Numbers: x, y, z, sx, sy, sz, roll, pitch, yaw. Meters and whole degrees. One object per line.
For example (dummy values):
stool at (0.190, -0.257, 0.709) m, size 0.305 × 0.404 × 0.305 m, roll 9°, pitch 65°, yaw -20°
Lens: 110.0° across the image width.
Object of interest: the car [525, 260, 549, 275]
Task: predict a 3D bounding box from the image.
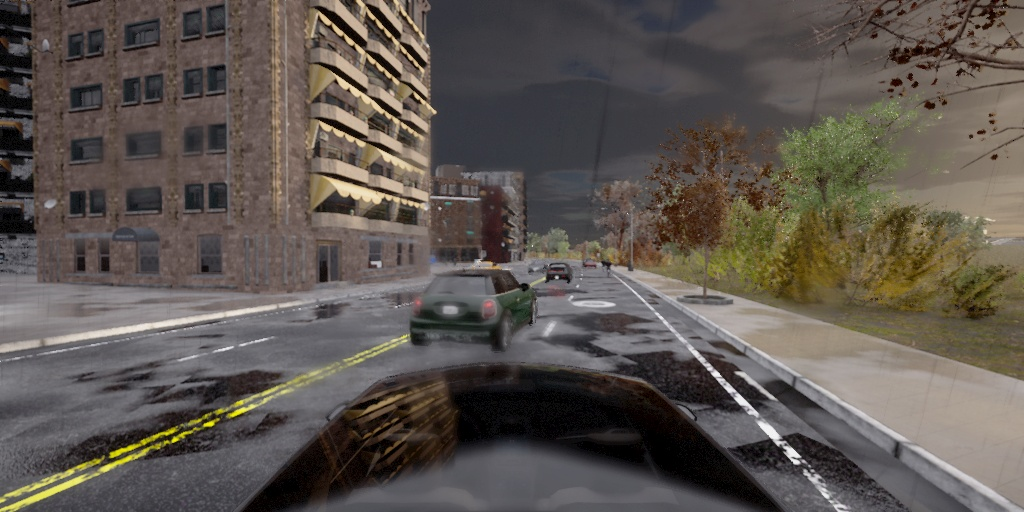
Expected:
car at (2.992, 1.288, 41.215) m, size 2.128 × 1.511 × 4.902 m, roll 0°, pitch 0°, yaw 11°

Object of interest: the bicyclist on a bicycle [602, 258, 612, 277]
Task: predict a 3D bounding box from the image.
bicyclist on a bicycle at (9.217, 1.147, 34.325) m, size 0.659 × 1.776 × 1.843 m, roll 0°, pitch 0°, yaw 12°

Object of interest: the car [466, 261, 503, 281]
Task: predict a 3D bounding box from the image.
car at (-2.317, 1.270, 31.725) m, size 1.882 × 1.535 × 5.008 m, roll 0°, pitch 0°, yaw 12°

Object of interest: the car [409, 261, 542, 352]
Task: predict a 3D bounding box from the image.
car at (-0.705, 1.112, 9.255) m, size 2.097 × 1.767 × 4.553 m, roll 0°, pitch 0°, yaw 14°

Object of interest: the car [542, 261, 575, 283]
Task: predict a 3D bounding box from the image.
car at (3.792, 1.283, 28.349) m, size 1.837 × 1.490 × 4.892 m, roll 0°, pitch 0°, yaw 12°
